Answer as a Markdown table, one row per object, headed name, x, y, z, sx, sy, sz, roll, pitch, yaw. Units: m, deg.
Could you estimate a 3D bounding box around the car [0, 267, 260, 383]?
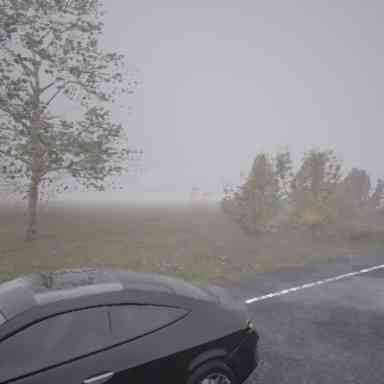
| name | x | y | z | sx | sy | sz | roll | pitch | yaw |
| --- | --- | --- | --- | --- | --- | --- | --- | --- | --- |
| car | -1.399 | 1.527 | 2.970 | 4.674 | 1.442 | 1.812 | 0 | 0 | -36 |
